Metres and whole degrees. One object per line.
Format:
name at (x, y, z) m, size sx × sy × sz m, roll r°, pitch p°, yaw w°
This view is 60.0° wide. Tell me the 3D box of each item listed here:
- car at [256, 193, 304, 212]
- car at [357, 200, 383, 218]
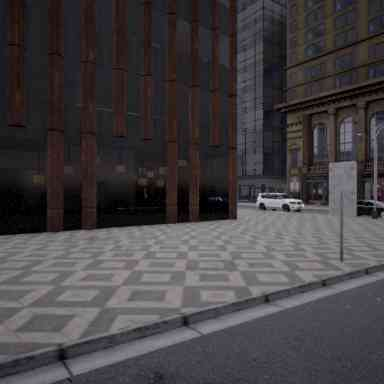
car at (9.622, 1.143, 36.776) m, size 2.150 × 2.045 × 5.566 m, roll 0°, pitch 0°, yaw -36°
car at (15.395, 1.454, 28.656) m, size 1.837 × 1.490 × 4.892 m, roll 0°, pitch 0°, yaw -37°
